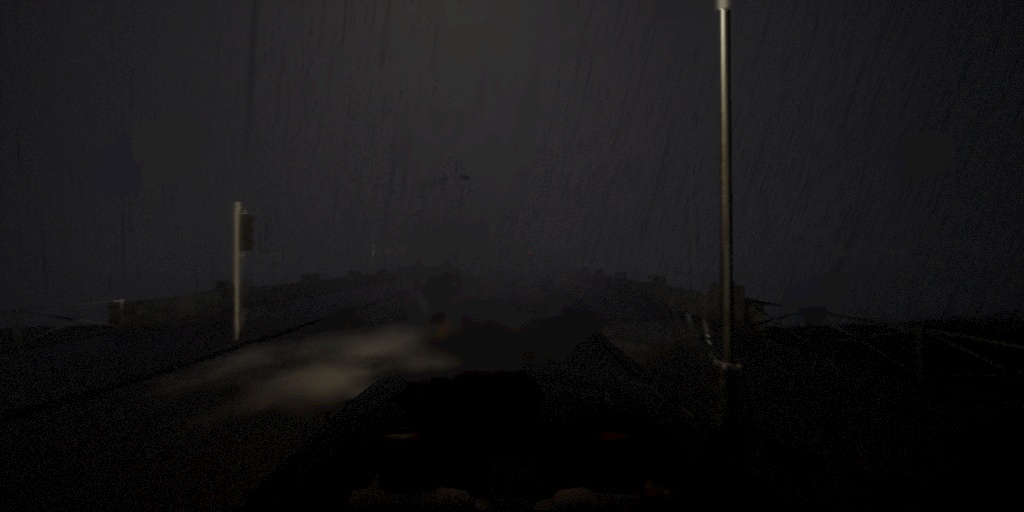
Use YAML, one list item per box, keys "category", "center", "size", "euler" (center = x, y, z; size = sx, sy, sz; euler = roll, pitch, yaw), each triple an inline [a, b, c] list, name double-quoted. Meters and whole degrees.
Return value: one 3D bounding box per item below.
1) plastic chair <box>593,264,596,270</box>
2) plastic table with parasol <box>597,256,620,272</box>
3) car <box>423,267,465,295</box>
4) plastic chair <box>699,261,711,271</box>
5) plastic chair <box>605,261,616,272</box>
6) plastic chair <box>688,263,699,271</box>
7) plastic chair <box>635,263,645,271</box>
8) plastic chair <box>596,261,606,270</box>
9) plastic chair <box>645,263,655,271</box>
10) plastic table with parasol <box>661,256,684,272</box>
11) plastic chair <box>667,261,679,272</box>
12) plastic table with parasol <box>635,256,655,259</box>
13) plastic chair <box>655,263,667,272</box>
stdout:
- category: "plastic chair"
  center: [14.670, 1.856, 63.466]
  size: [0.730, 1.272, 0.750]
  euler: [0, 0, 0]
- category: "plastic table with parasol"
  center: [15.143, 1.178, 55.527]
  size: [2.482, 2.480, 2.482]
  euler: [0, 0, 0]
- category: "car"
  center: [-4.010, 1.462, 21.760]
  size: [1.882, 1.535, 5.008]
  euler: [0, 1, 0]
- category: "plastic chair"
  center: [30.472, 1.793, 56.671]
  size: [0.750, 1.272, 0.730]
  euler: [0, 0, 0]
- category: "plastic chair"
  center: [14.973, 1.770, 54.267]
  size: [0.750, 1.272, 0.730]
  euler: [0, 0, 0]
- category: "plastic chair"
  center: [29.304, 1.806, 58.067]
  size: [0.730, 1.272, 0.750]
  euler: [0, 0, -1]
- category: "plastic chair"
  center: [21.671, 1.827, 60.368]
  size: [0.730, 1.272, 0.750]
  euler: [0, 0, 0]
- category: "plastic chair"
  center: [13.872, 1.783, 55.666]
  size: [0.730, 1.272, 0.750]
  euler: [0, 0, 0]
- category: "plastic chair"
  center: [22.771, 1.814, 58.969]
  size: [0.750, 1.272, 0.730]
  euler: [0, 0, 0]
- category: "plastic table with parasol"
  center: [23.773, 1.165, 54.119]
  size: [2.482, 2.480, 2.482]
  euler: [0, 0, 0]
- category: "plastic chair"
  center: [23.673, 1.757, 52.769]
  size: [0.750, 1.272, 0.730]
  euler: [0, 0, 0]
- category: "plastic table with parasol"
  center: [22.871, 1.223, 60.319]
  size: [2.482, 2.480, 2.482]
  euler: [0, 0, 0]
- category: "plastic chair"
  center: [22.573, 1.770, 54.169]
  size: [0.730, 1.272, 0.750]
  euler: [0, 0, 0]
